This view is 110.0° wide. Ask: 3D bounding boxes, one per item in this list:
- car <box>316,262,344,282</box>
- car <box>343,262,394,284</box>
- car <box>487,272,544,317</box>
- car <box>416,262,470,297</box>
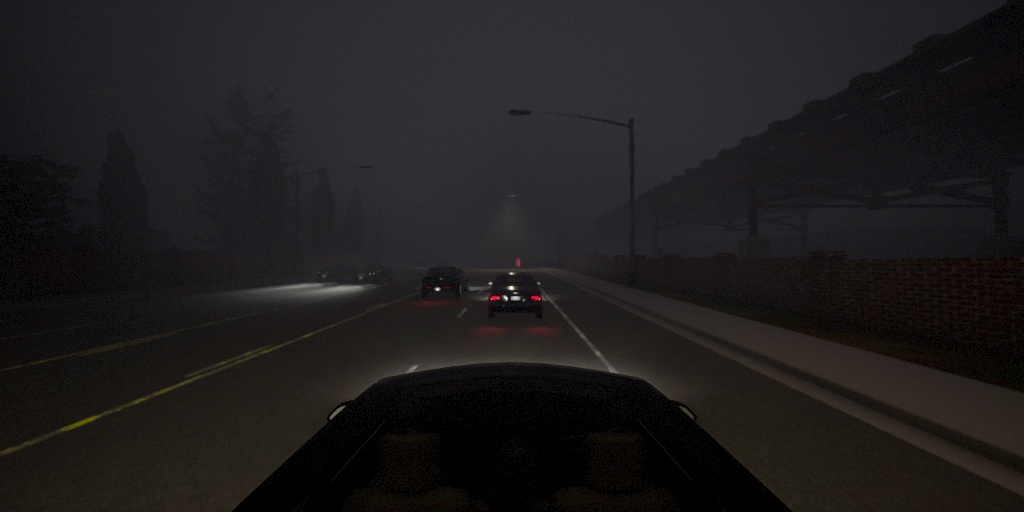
[{"bbox_3d":[-14.093,1.252,29.366,2.128,1.511,4.902,0,0,0],"label":"car"},{"bbox_3d":[-10.593,1.251,27.577,2.128,1.511,4.902,0,0,0],"label":"car"},{"bbox_3d":[0.104,1.302,13.145,2.033,1.411,5.357,0,0,0],"label":"car"},{"bbox_3d":[-3.394,1.261,18.782,1.837,1.490,4.892,0,0,0],"label":"car"}]
